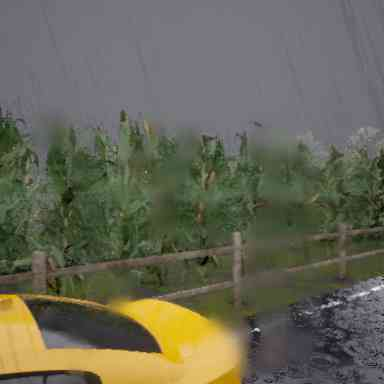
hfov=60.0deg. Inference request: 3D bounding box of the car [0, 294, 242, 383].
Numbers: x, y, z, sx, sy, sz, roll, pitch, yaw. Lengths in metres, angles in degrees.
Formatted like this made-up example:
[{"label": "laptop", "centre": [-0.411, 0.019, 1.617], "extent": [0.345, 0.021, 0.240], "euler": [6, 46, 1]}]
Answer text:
[{"label": "car", "centre": [-1.921, 1.479, 1.701], "extent": [5.008, 1.535, 1.882], "euler": [0, 0, -36]}]
